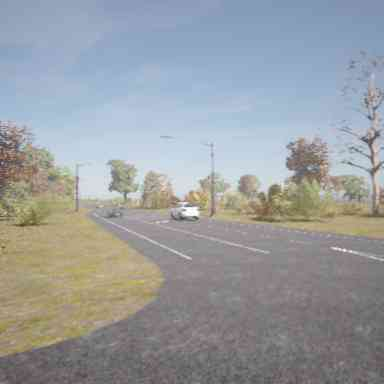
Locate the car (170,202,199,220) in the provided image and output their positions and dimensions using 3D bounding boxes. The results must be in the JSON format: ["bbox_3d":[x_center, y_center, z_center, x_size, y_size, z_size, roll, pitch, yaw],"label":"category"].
[{"bbox_3d":[-0.967,2.307,40.520,2.150,2.045,5.566,0,-2,-20],"label":"car"}]

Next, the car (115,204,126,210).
[{"bbox_3d":[-19.404,4.076,89.839,2.128,1.511,4.902,0,-1,-21],"label":"car"}]

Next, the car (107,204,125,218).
[{"bbox_3d":[-10.867,2.914,47.022,1.837,1.490,4.892,0,-1,-20],"label":"car"}]
